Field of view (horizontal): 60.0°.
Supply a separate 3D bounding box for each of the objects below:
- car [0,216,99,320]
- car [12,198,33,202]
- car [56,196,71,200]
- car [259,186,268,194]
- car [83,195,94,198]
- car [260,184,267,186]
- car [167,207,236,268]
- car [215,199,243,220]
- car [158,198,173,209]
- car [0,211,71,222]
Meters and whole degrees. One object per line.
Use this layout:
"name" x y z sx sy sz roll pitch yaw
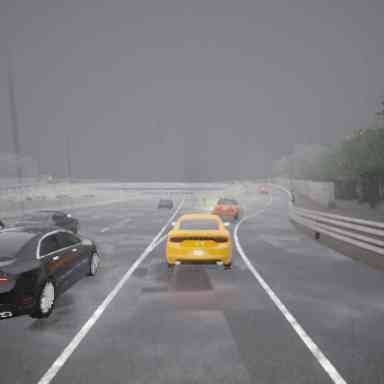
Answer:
"car" -3.497 1.513 7.354 1.837 1.490 4.892 0 0 0
"car" -24.640 1.565 48.217 1.812 1.442 4.674 0 0 0
"car" -24.685 1.520 64.058 1.994 1.385 4.181 0 0 0
"car" 17.696 -0.143 82.161 1.895 1.301 4.718 0 3 11
"car" -24.848 1.416 79.880 2.033 1.411 5.357 0 0 -1
"car" 19.661 -1.185 92.029 2.150 2.045 5.566 0 3 10
"car" 0.283 1.488 11.409 1.882 1.535 5.008 0 0 2
"car" 3.308 1.419 29.697 2.097 1.767 4.553 1 0 15
"car" -3.555 1.534 45.603 2.128 1.511 4.902 0 0 0
"car" -6.891 1.578 15.959 1.994 1.385 4.181 0 0 0
